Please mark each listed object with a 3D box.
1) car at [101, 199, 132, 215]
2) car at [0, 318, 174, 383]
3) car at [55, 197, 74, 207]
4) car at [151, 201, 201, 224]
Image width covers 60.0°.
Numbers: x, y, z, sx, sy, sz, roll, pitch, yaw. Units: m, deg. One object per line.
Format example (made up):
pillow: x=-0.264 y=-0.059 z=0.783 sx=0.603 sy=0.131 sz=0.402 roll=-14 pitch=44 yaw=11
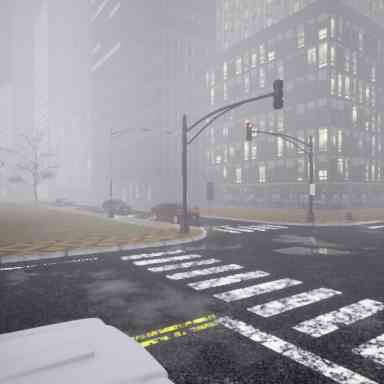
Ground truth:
car: x=-7.863 y=1.507 z=34.341 sx=1.837 sy=1.490 sz=4.892 roll=0 pitch=1 yaw=-35
car: x=-2.297 y=1.601 z=1.804 sx=4.718 sy=1.301 sz=1.895 roll=0 pitch=0 yaw=-36
car: x=-19.712 y=1.552 z=51.235 sx=2.033 sy=1.411 sz=5.357 roll=0 pitch=0 yaw=-35
car: x=-1.292 y=1.483 z=25.009 sx=1.882 sy=1.535 sz=5.008 roll=0 pitch=0 yaw=-35
